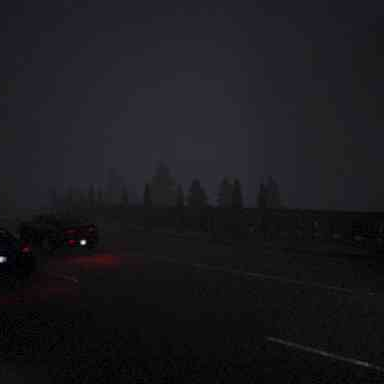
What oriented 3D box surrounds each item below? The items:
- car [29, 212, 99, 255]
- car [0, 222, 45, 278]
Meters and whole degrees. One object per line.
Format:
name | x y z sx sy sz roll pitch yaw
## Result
car | -5.710 1.591 13.837 4.892 1.490 1.837 0 0 44
car | -6.157 1.633 9.459 4.181 1.385 1.994 0 0 43
